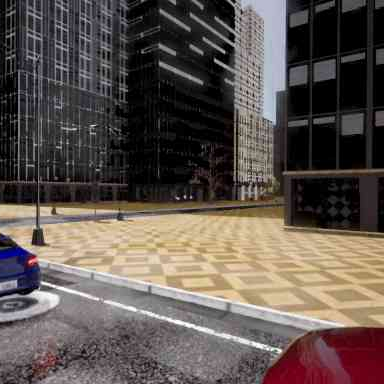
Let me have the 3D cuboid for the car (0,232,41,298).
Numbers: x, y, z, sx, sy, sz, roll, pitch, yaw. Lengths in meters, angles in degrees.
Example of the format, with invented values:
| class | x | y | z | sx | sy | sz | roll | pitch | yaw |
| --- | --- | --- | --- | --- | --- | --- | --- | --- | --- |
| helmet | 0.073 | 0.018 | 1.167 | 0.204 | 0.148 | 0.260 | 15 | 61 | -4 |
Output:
| class | x | y | z | sx | sy | sz | roll | pitch | yaw |
| --- | --- | --- | --- | --- | --- | --- | --- | --- | --- |
| car | -5.179 | 1.523 | 7.384 | 4.674 | 1.442 | 1.812 | 0 | 0 | 36 |

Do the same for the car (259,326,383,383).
| class | x | y | z | sx | sy | sz | roll | pitch | yaw |
| --- | --- | --- | --- | --- | --- | --- | --- | --- | --- |
| car | 2.419 | 1.564 | 1.950 | 4.181 | 1.385 | 1.994 | 0 | 0 | 35 |
